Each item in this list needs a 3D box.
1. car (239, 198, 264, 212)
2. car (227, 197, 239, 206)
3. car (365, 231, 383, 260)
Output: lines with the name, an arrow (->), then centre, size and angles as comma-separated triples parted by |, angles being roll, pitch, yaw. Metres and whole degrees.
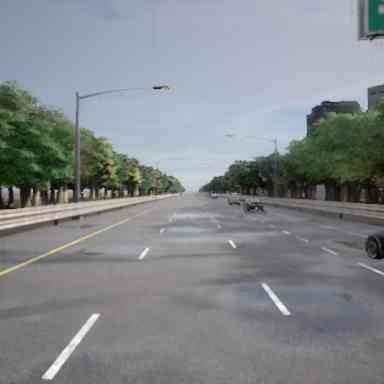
car -> 7.000, 1.508, 38.403 | 1.837, 1.490, 4.892 | 0, 0, 0
car -> 6.999, 1.553, 56.057 | 2.033, 1.411, 5.357 | 0, 0, 0
car -> 7.000, 1.567, 9.862 | 1.994, 1.385, 4.181 | 0, 0, 0
